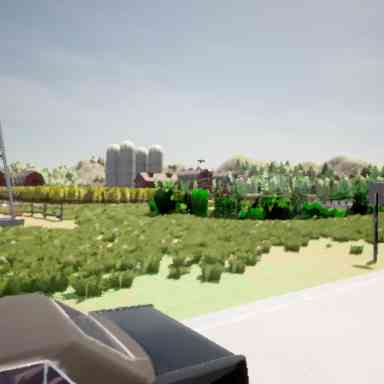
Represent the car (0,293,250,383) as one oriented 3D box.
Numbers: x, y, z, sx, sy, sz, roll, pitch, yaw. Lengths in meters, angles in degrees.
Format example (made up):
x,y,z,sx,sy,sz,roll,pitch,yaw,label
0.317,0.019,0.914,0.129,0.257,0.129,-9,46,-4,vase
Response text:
x,y,z,sx,sy,sz,roll,pitch,yaw,label
-1.903,1.600,2.264,4.718,1.301,1.895,1,-1,-35,car
